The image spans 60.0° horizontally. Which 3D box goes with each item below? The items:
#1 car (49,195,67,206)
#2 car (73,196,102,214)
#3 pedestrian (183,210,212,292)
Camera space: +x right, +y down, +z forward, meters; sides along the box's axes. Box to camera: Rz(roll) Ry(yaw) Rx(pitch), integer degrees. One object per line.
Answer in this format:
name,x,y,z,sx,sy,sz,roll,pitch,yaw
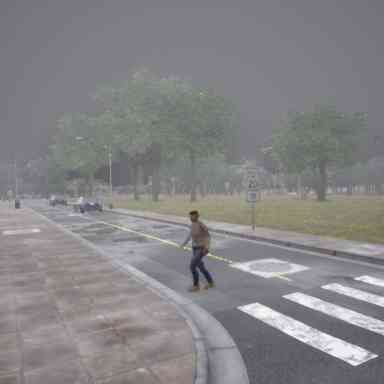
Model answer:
car,-21.059,1.282,52.182,2.097,1.767,4.553,-2,1,-30
car,-10.778,1.227,34.167,2.097,1.767,4.553,-2,1,-30
pedestrian,0.119,1.278,7.387,0.375,1.860,0.375,-1,1,-30
